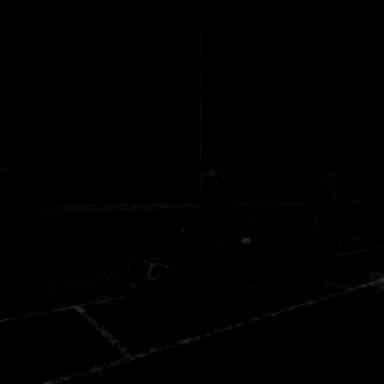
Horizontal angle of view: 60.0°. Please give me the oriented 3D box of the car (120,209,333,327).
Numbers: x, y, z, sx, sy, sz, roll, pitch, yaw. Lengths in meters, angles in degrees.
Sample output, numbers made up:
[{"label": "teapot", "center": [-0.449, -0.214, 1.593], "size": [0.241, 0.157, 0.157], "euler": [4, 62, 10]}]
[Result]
[{"label": "car", "center": [1.024, 1.337, 7.265], "size": [5.009, 1.841, 2.192], "euler": [0, 0, -36]}]
